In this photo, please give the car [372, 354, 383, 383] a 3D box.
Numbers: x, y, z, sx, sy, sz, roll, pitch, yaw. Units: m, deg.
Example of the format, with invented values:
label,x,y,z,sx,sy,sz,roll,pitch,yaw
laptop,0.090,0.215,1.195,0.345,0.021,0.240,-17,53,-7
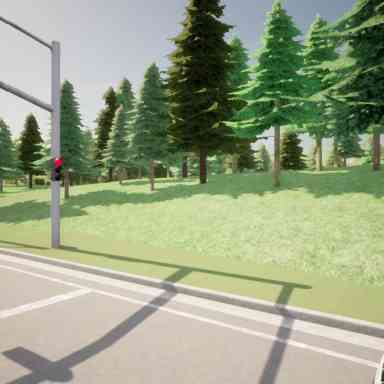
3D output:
label,x,y,z,sx,sy,sz,roll,pitch,yaw
car,3.381,1.352,1.583,4.553,1.767,2.097,0,0,35
